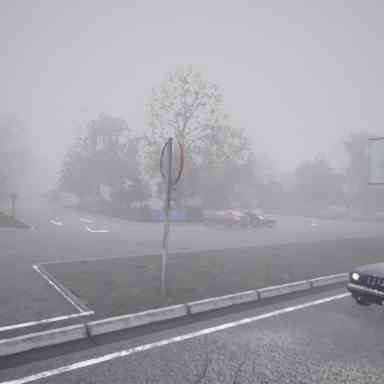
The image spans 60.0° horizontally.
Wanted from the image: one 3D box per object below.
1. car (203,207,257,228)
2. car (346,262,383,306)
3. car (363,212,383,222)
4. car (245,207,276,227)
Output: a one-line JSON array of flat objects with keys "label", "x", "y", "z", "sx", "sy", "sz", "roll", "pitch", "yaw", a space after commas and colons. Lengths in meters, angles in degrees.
[{"label": "car", "x": 2.915, "y": 2.245, "z": 28.518, "sx": 2.002, "sy": 1.452, "sz": 4.674, "roll": 3, "pitch": -2, "yaw": -36}, {"label": "car", "x": 5.605, "y": 1.945, "z": 7.661, "sx": 4.718, "sy": 1.301, "sz": 1.895, "roll": 3, "pitch": -2, "yaw": -35}, {"label": "car", "x": 25.351, "y": 3.397, "z": 44.389, "sx": 2.002, "sy": 1.452, "sz": 4.674, "roll": 3, "pitch": -2, "yaw": -35}, {"label": "car", "x": 5.467, "y": 2.211, "z": 30.407, "sx": 2.185, "sy": 1.767, "sz": 4.553, "roll": 3, "pitch": -2, "yaw": -35}]
